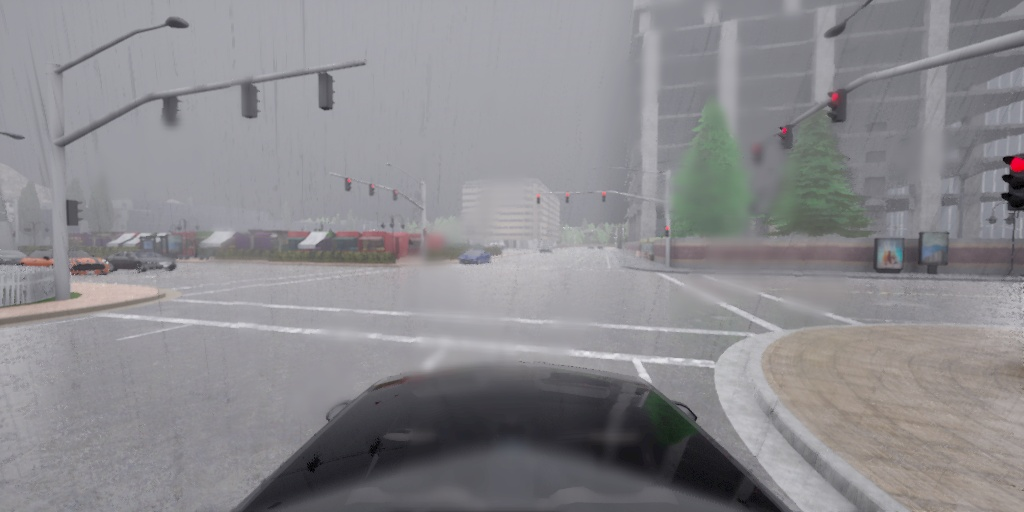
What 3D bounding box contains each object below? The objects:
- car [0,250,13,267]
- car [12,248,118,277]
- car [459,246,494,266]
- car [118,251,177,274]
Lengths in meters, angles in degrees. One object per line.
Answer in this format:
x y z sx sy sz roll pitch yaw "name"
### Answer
-40.766 0.218 28.878 4.674 1.442 1.812 1 2 15 "car"
-26.773 0.356 21.541 4.553 1.767 2.097 1 2 15 "car"
-3.422 0.126 34.087 1.882 1.535 5.008 1 3 14 "car"
-25.743 0.382 24.891 4.902 1.511 2.128 1 2 15 "car"
